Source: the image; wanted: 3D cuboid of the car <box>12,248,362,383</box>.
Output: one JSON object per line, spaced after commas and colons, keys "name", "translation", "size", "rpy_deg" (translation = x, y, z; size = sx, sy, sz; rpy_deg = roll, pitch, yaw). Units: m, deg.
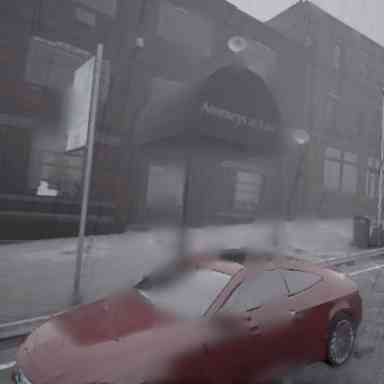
{"name": "car", "translation": [0.359, 1.528, 4.242], "size": [4.674, 1.442, 1.812], "rpy_deg": [0, 0, -35]}
